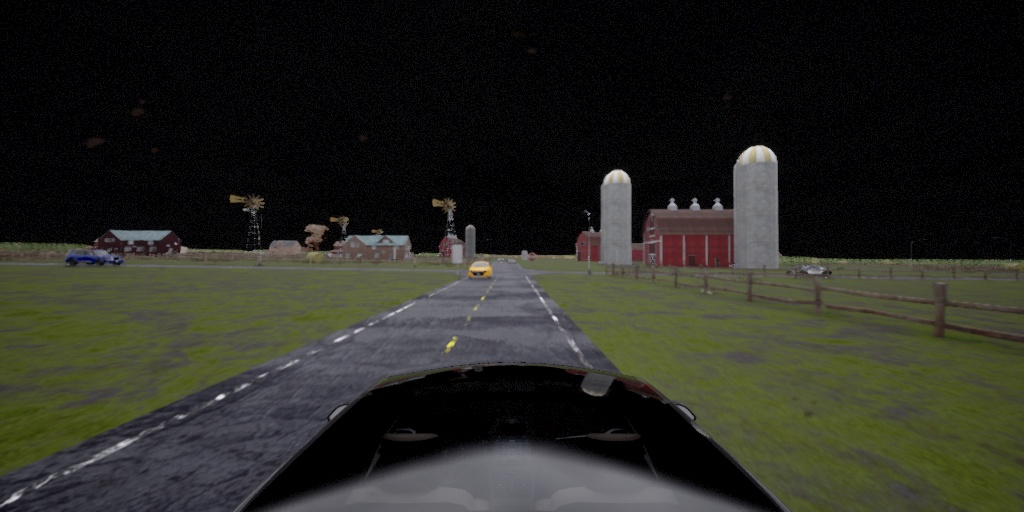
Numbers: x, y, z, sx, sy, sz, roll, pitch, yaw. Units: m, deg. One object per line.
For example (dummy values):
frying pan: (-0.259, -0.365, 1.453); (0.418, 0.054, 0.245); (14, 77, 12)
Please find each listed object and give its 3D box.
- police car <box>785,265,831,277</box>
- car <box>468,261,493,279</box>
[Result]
police car: (39.116, 1.929, 47.563); (4.974, 1.542, 2.038); (1, -1, 0)
car: (-2.772, 1.234, 32.238); (1.882, 1.535, 5.008); (0, 0, 0)
